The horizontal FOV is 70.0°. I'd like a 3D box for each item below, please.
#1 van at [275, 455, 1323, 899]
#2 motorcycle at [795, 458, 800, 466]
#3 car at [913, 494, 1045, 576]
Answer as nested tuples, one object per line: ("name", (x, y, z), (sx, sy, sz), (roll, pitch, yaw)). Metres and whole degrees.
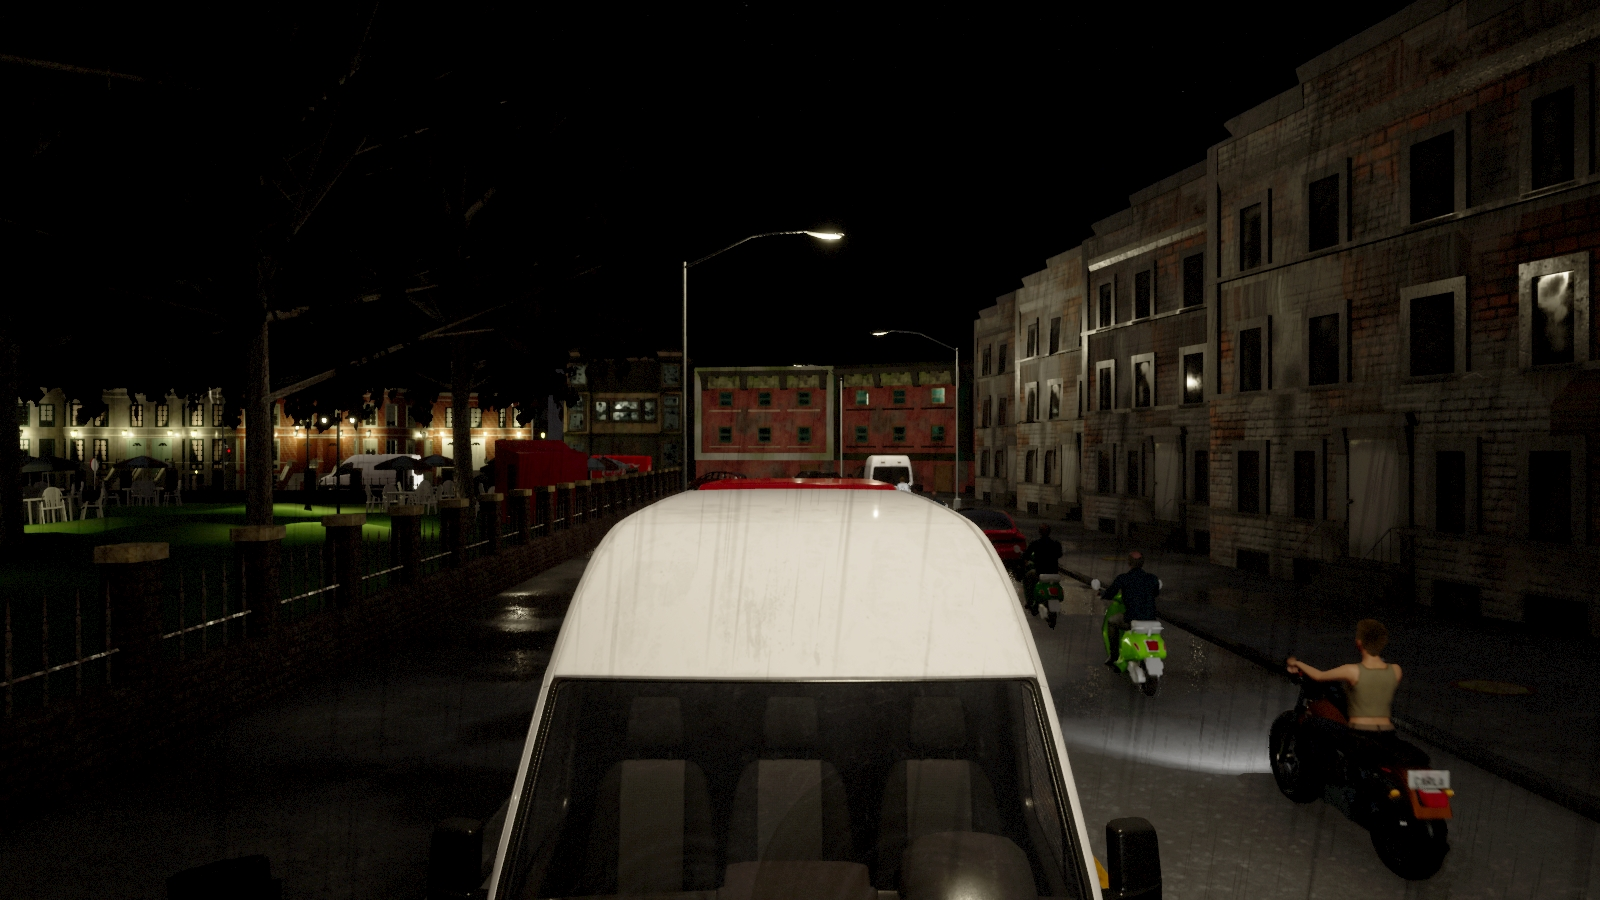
("van", (-0.006, 1.314, 5.127), (1.988, 2.561, 5.915), (0, 0, 0))
("motorcycle", (-0.384, 1.962, 183.190), (0.856, 1.236, 1.805), (0, 0, 0))
("car", (3.924, 1.841, 25.938), (2.231, 1.480, 4.892), (0, 0, 0))
